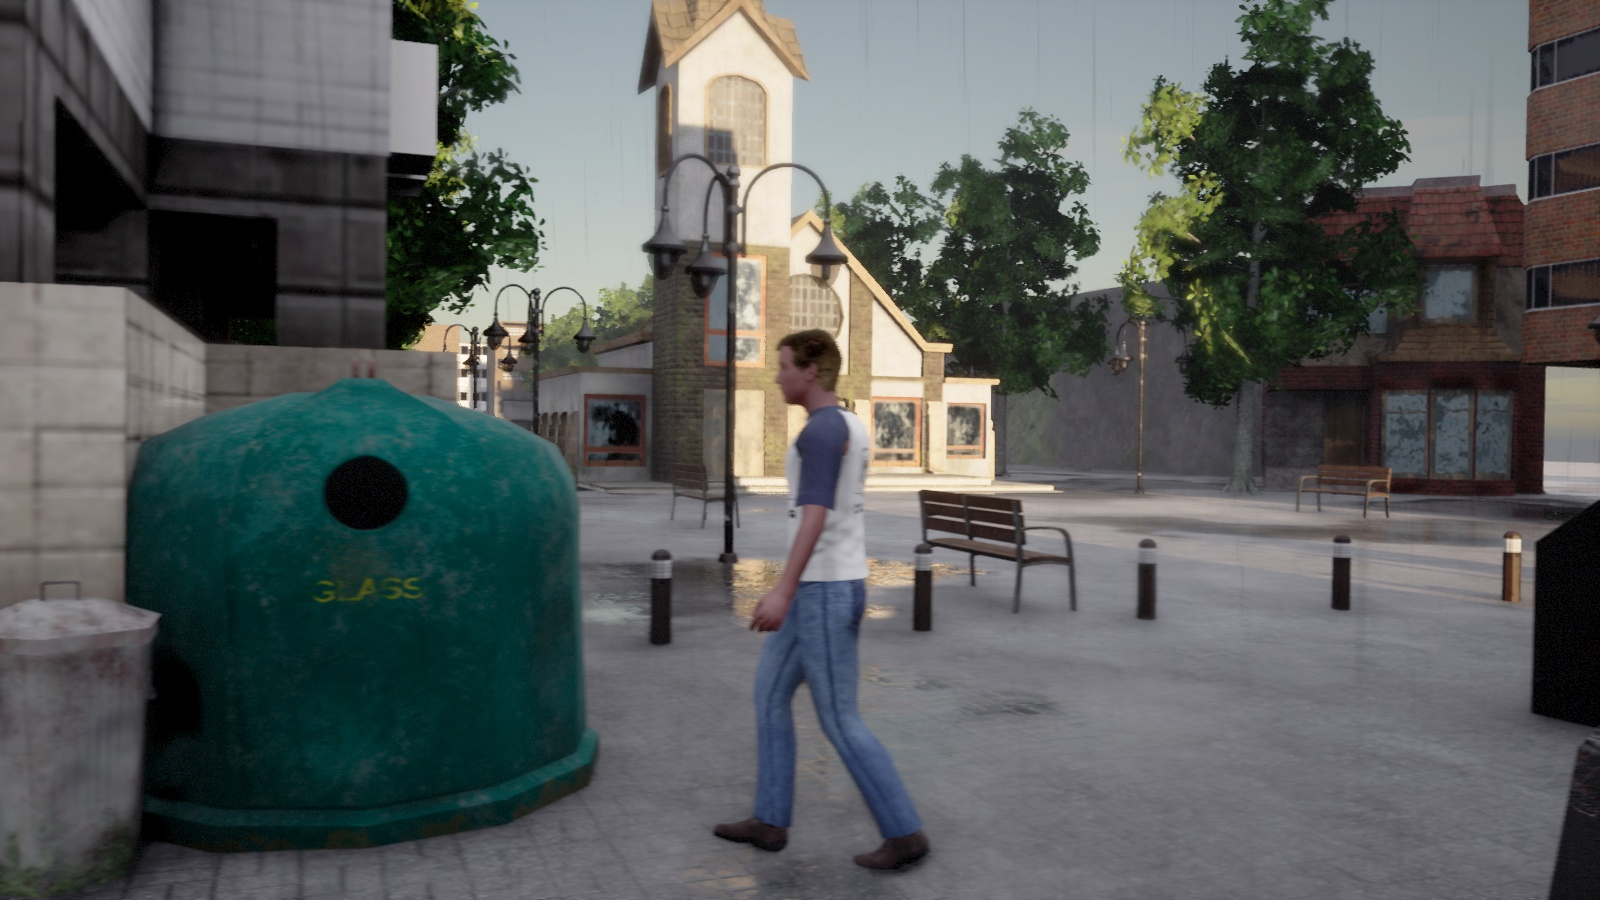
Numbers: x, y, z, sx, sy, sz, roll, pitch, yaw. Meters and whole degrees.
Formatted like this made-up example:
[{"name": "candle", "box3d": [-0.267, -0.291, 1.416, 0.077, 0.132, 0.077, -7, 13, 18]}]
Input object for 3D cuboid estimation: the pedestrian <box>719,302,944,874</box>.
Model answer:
[{"name": "pedestrian", "box3d": [0.117, 0.444, 4.256, 0.706, 1.836, 0.354, 0, 1, 9]}]
